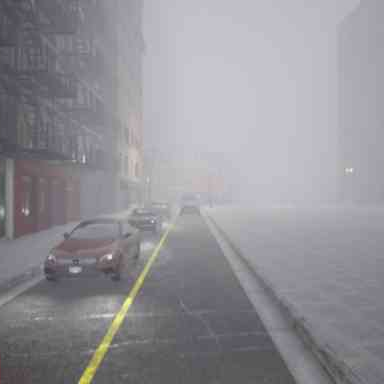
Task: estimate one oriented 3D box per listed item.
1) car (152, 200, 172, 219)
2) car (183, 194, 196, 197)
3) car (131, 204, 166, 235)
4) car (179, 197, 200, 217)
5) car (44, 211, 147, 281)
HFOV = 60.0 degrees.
[{"bbox_3d":[-2.734,1.500,28.936,2.128,1.511,4.902,0,0,0],"label":"car"},{"bbox_3d":[-0.332,1.220,44.222,2.150,2.045,5.566,0,0,0],"label":"car"},{"bbox_3d":[-2.745,1.595,19.106,1.895,1.301,4.718,0,0,0],"label":"car"},{"bbox_3d":[-0.201,1.517,31.327,1.812,1.442,4.674,0,0,0],"label":"car"},{"bbox_3d":[-2.676,1.524,9.948,1.812,1.442,4.674,0,0,0],"label":"car"}]
